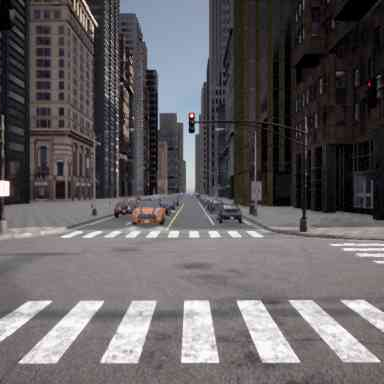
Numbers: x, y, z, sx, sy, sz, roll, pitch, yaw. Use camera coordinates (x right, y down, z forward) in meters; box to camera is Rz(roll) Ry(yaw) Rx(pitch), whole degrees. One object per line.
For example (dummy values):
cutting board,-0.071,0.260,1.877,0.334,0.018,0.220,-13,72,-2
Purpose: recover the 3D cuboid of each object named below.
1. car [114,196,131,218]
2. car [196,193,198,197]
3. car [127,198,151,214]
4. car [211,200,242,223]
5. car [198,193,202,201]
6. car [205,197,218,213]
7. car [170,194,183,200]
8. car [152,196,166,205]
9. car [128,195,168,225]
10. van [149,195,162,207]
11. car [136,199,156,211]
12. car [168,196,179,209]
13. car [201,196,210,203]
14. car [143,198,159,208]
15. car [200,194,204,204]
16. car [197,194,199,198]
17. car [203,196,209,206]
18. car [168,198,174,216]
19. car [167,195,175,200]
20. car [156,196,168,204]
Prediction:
car,-5.772,1.316,30.780,2.192,1.841,5.009,0,0,0
car,2.740,1.556,87.367,1.752,1.417,4.829,0,0,0
car,-5.773,1.442,36.421,1.967,1.590,4.097,0,0,0
car,2.754,1.551,25.150,2.008,1.369,4.403,0,0,0
car,2.745,1.452,64.634,1.967,1.590,4.097,0,0,0
car,2.752,1.552,36.432,2.008,1.369,4.403,0,0,0
car,-3.029,1.498,53.015,2.128,1.511,4.902,0,0,0
car,-5.779,1.449,58.983,1.967,1.590,4.097,0,0,0
car,-3.047,1.352,24.101,2.097,1.767,4.553,0,0,-2
van,-5.778,1.347,53.342,1.690,1.788,3.998,0,0,0
car,-5.775,1.569,42.062,1.947,1.339,4.313,0,0,0
car,-3.087,1.550,42.902,2.033,1.411,5.357,0,0,0
car,2.744,1.541,70.445,1.752,1.417,4.829,0,0,0
car,-5.776,1.586,47.702,1.802,1.307,4.206,0,0,0
car,2.748,1.446,53.353,1.967,1.590,4.097,0,0,0
car,2.743,1.565,75.915,1.887,1.381,4.507,0,0,0
car,2.751,1.547,42.072,1.887,1.381,4.507,0,0,0
car,-3.100,1.602,33.148,1.895,1.301,4.718,0,0,0
car,-5.787,1.561,92.657,1.752,1.417,4.829,0,0,0
car,-5.780,1.537,64.454,1.752,1.417,4.829,0,0,0
